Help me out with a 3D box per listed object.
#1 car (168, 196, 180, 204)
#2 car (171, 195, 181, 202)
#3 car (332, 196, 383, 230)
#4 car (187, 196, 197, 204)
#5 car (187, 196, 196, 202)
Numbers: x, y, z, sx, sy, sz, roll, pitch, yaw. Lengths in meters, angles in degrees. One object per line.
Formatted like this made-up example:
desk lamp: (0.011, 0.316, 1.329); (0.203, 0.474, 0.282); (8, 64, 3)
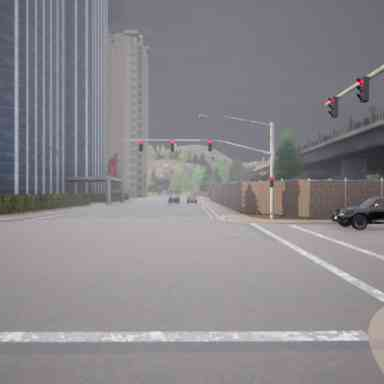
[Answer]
car: (-3.497, 1.455, 64.198); (1.882, 1.535, 5.008); (0, 0, 0)
car: (-3.609, 1.513, 74.416); (2.033, 1.411, 5.357); (0, 0, 0)
car: (11.814, 1.269, 20.931); (5.566, 2.045, 2.150); (0, 0, 0)
car: (0.004, 1.541, 64.595); (1.994, 1.385, 4.181); (0, 0, 0)
car: (-0.110, 1.569, 74.557); (1.895, 1.301, 4.718); (0, 0, 0)
